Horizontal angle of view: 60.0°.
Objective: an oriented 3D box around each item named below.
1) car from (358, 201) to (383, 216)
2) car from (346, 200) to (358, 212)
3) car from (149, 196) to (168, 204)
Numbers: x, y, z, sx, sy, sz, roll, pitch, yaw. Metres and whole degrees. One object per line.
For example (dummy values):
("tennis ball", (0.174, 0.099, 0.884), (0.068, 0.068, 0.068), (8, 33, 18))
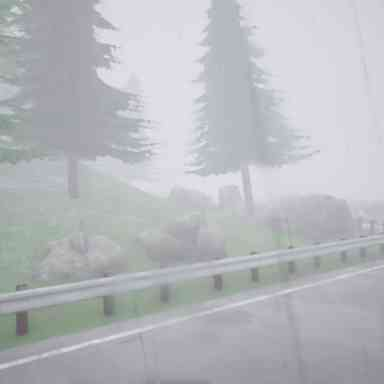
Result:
("car", (17.951, 1.524, 29.933), (1.812, 1.442, 4.674), (0, 0, -34))
("car", (16.758, 1.544, 37.984), (2.033, 1.411, 5.357), (0, 0, -34))
("car", (-6.015, 1.509, 59.569), (1.837, 1.490, 4.892), (0, 0, -34))
